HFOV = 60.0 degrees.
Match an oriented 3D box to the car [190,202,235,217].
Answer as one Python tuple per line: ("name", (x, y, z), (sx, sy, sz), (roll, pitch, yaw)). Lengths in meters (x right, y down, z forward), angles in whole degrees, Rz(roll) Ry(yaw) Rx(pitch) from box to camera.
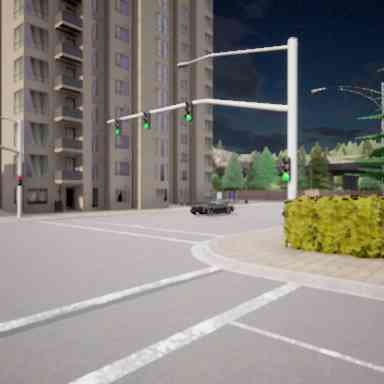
("car", (1.926, 1.564, 30.951), (1.895, 1.301, 4.718), (0, 0, 41))
